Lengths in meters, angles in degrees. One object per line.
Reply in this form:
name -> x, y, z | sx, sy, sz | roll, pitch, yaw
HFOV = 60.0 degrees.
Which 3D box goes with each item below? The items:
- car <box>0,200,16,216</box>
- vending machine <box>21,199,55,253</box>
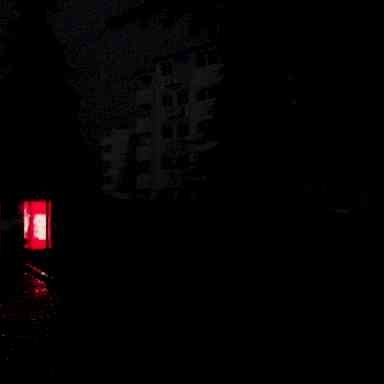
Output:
car -> -20.951, 1.704, 36.736 | 2.097, 1.767, 4.553 | 0, 0, -17
vending machine -> -6.286, 1.324, 13.559 | 1.100, 2.100, 0.880 | 0, -1, -35
